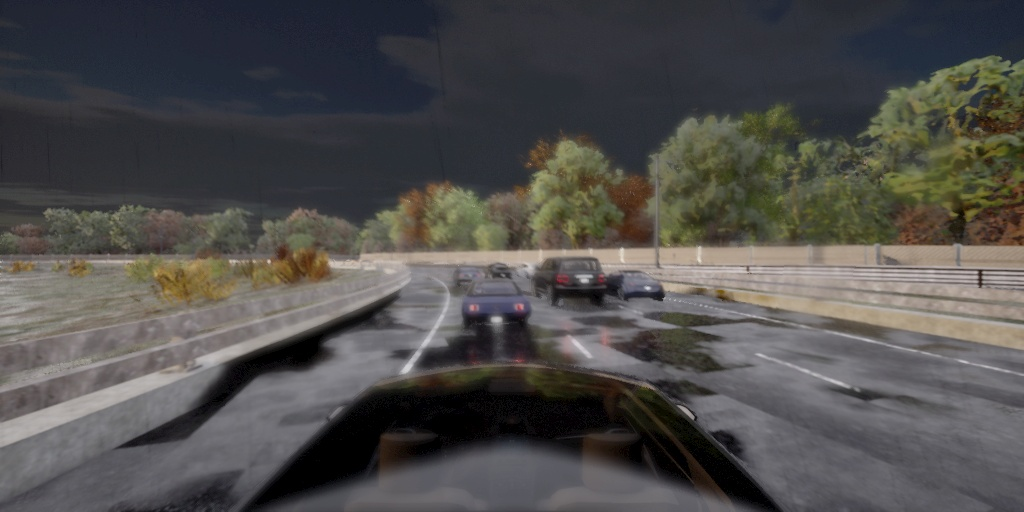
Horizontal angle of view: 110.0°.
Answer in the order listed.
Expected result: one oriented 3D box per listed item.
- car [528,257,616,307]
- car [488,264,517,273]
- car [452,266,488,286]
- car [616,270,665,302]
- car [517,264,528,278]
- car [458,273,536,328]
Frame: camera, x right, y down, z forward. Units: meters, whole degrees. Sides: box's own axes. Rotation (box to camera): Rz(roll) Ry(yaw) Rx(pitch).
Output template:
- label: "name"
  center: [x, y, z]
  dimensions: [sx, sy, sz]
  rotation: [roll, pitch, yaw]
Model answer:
- label: "car"
  center: [2.386, 1.048, 16.171]
  dimensions: [2.150, 2.045, 5.566]
  rotation: [0, 0, -8]
- label: "car"
  center: [-1.361, 1.428, 32.789]
  dimensions: [1.837, 1.490, 4.892]
  rotation: [0, 0, -16]
- label: "car"
  center: [-3.466, 1.444, 27.370]
  dimensions: [2.033, 1.411, 5.357]
  rotation: [0, 0, -14]
- label: "car"
  center: [5.640, 1.394, 17.645]
  dimensions: [1.994, 1.385, 4.181]
  rotation: [0, 0, -9]
- label: "car"
  center: [1.856, 1.450, 34.223]
  dimensions: [1.812, 1.442, 4.674]
  rotation: [0, 0, -17]
- label: "car"
  center: [-0.629, 1.407, 11.702]
  dimensions: [1.895, 1.301, 4.718]
  rotation: [0, 0, -6]
